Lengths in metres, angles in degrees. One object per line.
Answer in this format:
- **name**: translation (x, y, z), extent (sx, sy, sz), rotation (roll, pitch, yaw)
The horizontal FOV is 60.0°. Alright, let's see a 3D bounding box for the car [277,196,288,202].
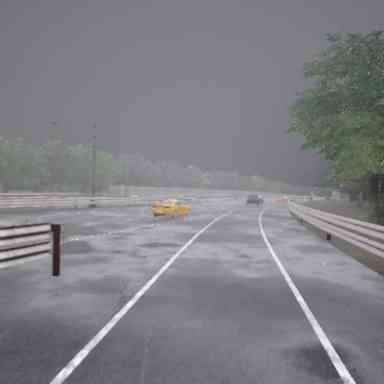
- **car**: translation (24.285, 1.727, 89.119), extent (2.097, 1.767, 4.553), rotation (2, 0, 25)

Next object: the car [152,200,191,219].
- **car**: translation (-1.673, 1.405, 28.753), extent (1.882, 1.535, 5.008), rotation (1, 0, 22)

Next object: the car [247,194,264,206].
- **car**: translation (11.559, 1.380, 60.789), extent (2.150, 2.045, 5.566), rotation (1, 0, 23)
